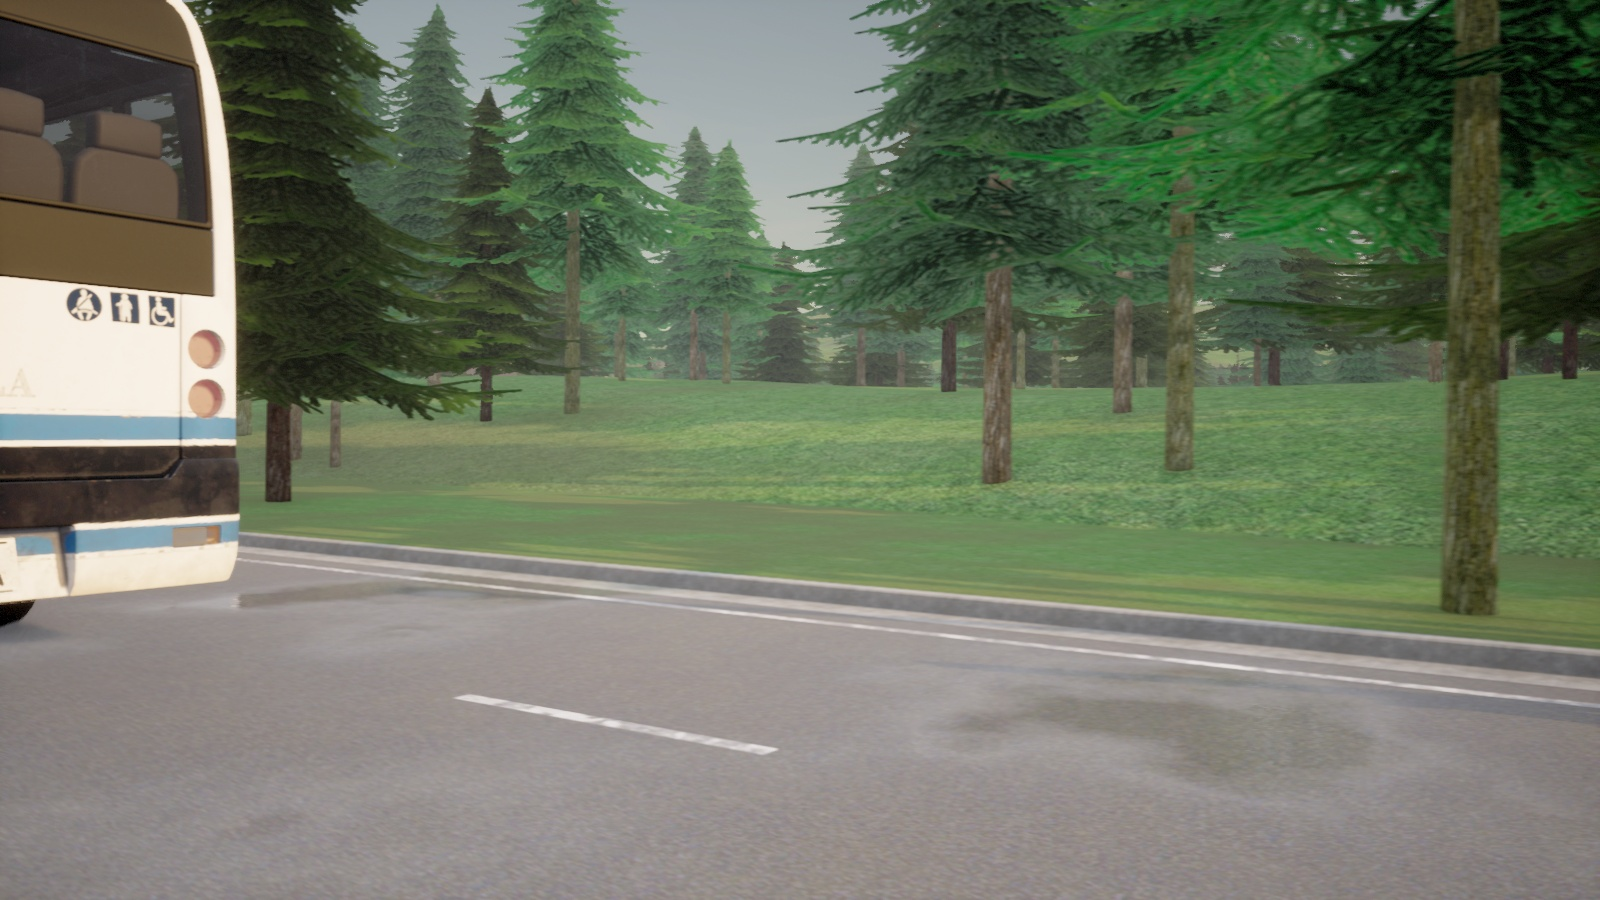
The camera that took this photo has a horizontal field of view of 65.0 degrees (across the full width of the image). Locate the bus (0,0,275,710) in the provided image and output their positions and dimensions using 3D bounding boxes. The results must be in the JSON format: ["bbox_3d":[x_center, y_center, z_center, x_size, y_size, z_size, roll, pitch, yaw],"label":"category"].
[{"bbox_3d":[-8.868,-0.689,9.488,10.273,4.253,3.944,0,1,34],"label":"bus"}]
